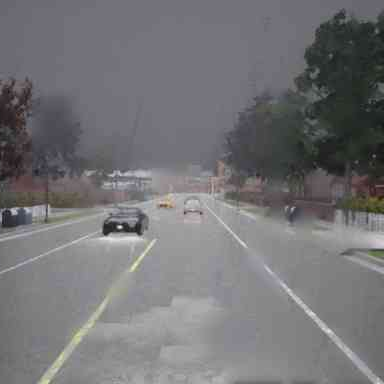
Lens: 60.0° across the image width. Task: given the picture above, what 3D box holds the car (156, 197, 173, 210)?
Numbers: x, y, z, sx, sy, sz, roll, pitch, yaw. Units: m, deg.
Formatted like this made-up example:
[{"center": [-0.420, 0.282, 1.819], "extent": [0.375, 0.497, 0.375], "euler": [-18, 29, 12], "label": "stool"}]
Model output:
[{"center": [-3.576, 1.466, 43.933], "extent": [1.882, 1.535, 5.008], "euler": [0, 0, 0], "label": "car"}]

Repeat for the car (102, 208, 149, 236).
[{"center": [-3.587, 1.578, 18.517], "extent": [1.994, 1.385, 4.181], "euler": [0, 0, 0], "label": "car"}]

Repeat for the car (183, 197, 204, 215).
[{"center": [0.115, 1.538, 34.490], "extent": [1.812, 1.442, 4.674], "euler": [0, 0, 1], "label": "car"}]
